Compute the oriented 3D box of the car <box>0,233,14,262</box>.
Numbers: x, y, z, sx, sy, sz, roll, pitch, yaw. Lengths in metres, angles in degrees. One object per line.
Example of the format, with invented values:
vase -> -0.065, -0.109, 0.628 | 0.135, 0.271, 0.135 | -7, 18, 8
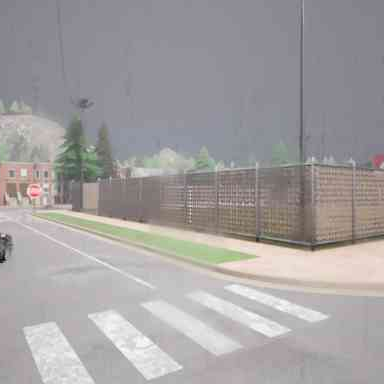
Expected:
car -> -6.358, 1.531, 8.891 | 2.033, 1.411, 5.357 | 0, 0, -15
